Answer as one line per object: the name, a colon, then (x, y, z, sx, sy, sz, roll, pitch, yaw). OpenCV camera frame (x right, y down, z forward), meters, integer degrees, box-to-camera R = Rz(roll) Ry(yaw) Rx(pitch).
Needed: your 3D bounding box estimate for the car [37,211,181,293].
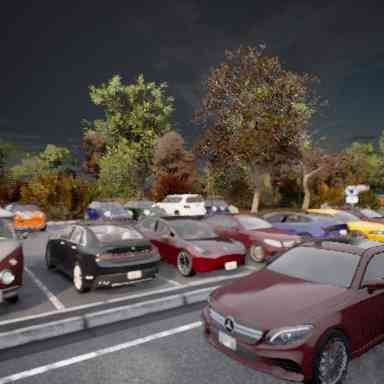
car: (-2.634, 1.520, 9.155, 2.231, 1.521, 4.892, 0, 0, -35)

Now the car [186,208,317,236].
car: (1.903, 1.545, 12.380, 2.002, 1.452, 4.674, 0, 0, -35)

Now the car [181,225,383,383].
car: (2.315, 1.510, 5.337, 4.674, 1.442, 1.812, 0, 0, -36)

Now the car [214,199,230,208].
car: (1.181, 1.357, 27.855, 2.185, 1.767, 4.553, 0, 0, -35)

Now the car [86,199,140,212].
car: (-5.776, 1.378, 23.005, 2.185, 1.767, 4.553, 0, 0, -35)

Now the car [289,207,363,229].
car: (4.159, 1.528, 14.010, 2.163, 1.488, 4.792, 0, 0, -35)

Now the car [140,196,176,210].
car: (-3.503, 1.371, 24.614, 2.185, 1.767, 4.553, 0, 0, -35)

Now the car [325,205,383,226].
car: (6.554, 1.488, 15.444, 1.946, 1.575, 5.366, 0, 0, -35)

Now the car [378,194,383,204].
car: (24.902, 1.077, 44.256, 2.185, 1.767, 4.553, 0, 0, -35)

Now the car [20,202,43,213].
car: (-10.183, 1.392, 19.807, 2.185, 1.767, 4.553, 0, 0, -35)

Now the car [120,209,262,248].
car: (-0.350, 1.542, 10.746, 2.163, 1.488, 4.792, 0, 0, -35)

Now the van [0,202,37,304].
van: (-4.944, 1.301, 7.385, 1.878, 1.987, 4.442, 0, 0, -35)

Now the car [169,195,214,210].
car: (-1.127, 1.238, 26.294, 2.435, 2.045, 5.566, 0, 0, -35)
